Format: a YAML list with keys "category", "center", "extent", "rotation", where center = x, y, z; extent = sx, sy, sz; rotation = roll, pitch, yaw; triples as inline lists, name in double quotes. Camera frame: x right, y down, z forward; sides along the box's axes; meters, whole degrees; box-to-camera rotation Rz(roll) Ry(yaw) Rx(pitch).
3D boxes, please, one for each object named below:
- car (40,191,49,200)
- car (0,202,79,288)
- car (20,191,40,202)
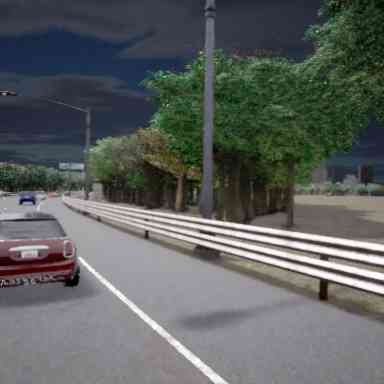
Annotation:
- category: "car"
  center: [-34.613, 0.819, 75.847]
  extent: [2.150, 2.045, 5.566]
  rotation: [1, 0, -19]
- category: "car"
  center: [-4.435, 1.305, 8.801]
  extent: [2.097, 1.767, 4.553]
  rotation: [1, 0, -29]
- category: "car"
  center: [-25.583, 0.928, 52.064]
  extent: [2.150, 2.045, 5.566]
  rotation: [1, 0, -23]
